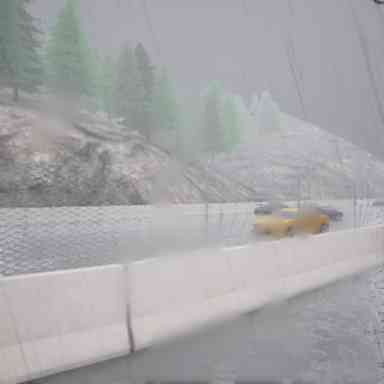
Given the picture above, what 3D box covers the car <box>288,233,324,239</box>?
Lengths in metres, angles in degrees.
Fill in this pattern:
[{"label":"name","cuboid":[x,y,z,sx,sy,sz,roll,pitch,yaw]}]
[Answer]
[{"label":"car","cuboid":[5.252,1.589,17.215,5.008,1.535,1.882,0,0,-41]}]
